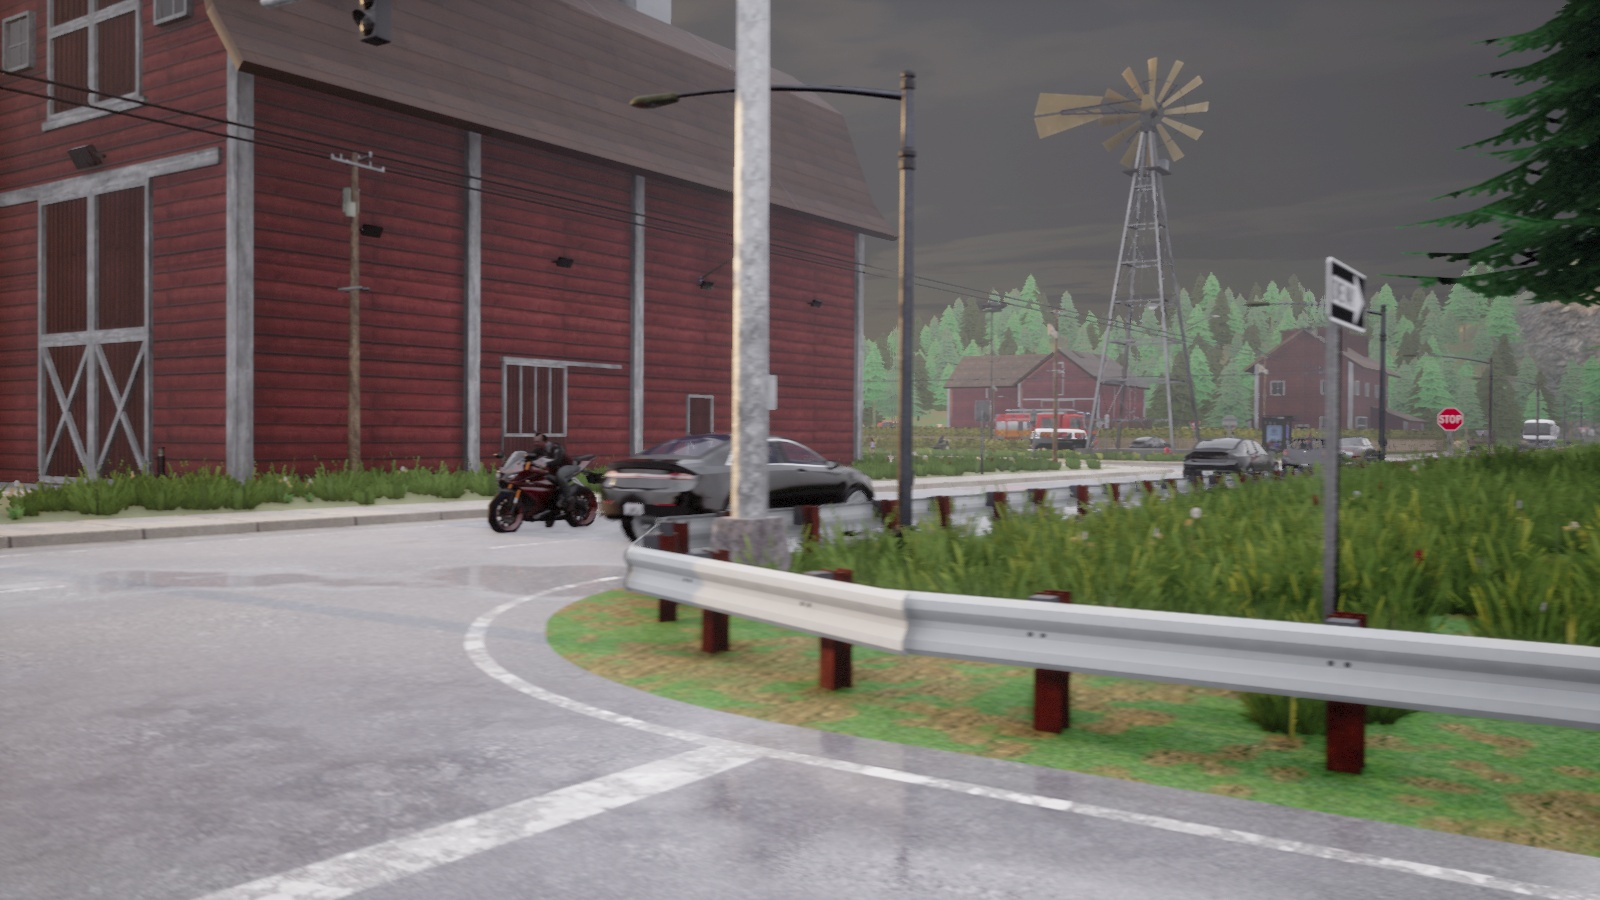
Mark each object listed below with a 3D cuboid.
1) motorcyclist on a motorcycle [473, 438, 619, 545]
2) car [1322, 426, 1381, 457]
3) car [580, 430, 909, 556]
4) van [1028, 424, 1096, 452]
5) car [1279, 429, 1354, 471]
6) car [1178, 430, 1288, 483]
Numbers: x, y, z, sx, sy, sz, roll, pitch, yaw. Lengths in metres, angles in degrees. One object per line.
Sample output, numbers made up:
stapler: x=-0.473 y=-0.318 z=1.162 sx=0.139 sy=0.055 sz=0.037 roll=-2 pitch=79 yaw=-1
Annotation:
motorcyclist on a motorcycle: x=-3.869 y=0.588 z=19.322 sx=0.866 sy=1.530 sz=2.191 roll=0 pitch=1 yaw=35
car: x=30.163 y=-0.499 z=68.583 sx=2.033 sy=1.649 sz=4.856 roll=0 pitch=1 yaw=35
car: x=-0.606 y=0.494 z=17.872 sx=2.128 sy=1.511 sz=4.902 roll=0 pitch=1 yaw=35
van: x=19.231 y=-0.892 z=92.292 sx=4.480 sy=2.038 sz=2.069 roll=-1 pitch=1 yaw=0
car: x=19.132 y=-0.019 z=46.459 sx=1.845 sy=1.501 sz=3.633 roll=0 pitch=1 yaw=35
car: x=13.048 y=0.148 z=37.652 sx=1.837 sy=1.490 sz=4.892 roll=0 pitch=1 yaw=35
